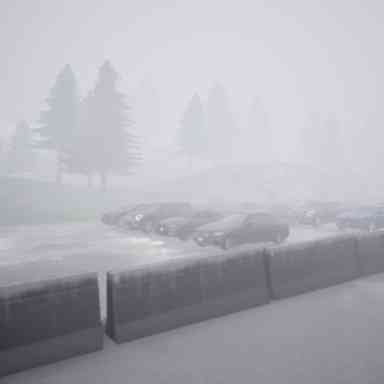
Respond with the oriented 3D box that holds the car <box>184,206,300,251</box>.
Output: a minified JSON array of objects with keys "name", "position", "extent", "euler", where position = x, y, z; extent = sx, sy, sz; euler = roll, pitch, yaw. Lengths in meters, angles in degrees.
[{"name":"car","position":[2.222,1.541,14.047],"extent":[4.674,1.442,1.812],"euler":[0,0,-35]}]

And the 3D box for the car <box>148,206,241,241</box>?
[{"name":"car","position":[0.203,1.579,16.906],"extent":[4.181,1.385,1.994],"euler":[0,0,-35]}]

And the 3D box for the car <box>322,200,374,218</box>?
[{"name":"car","position":[14.757,1.531,31.400],"extent":[5.357,1.411,2.033],"euler":[0,0,-35]}]

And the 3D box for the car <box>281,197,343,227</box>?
[{"name":"car","position":[8.592,1.376,22.798],"extent":[4.553,1.767,2.097],"euler":[0,0,-35]}]

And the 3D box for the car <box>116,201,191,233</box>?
[{"name":"car","position":[-1.791,1.367,19.783],"extent":[4.553,1.767,2.097],"euler":[0,0,-35]}]

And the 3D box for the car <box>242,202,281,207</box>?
[{"name":"car","position":[6.277,1.589,25.450],"extent":[4.181,1.385,1.994],"euler":[0,0,-35]}]

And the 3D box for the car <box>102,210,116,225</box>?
[{"name":"car","position":[-3.621,1.493,22.775],"extent":[5.008,1.535,1.882],"euler":[0,0,-35]}]

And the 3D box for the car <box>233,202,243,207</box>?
[{"name":"car","position":[4.447,1.588,28.441],"extent":[4.181,1.385,1.994],"euler":[0,0,-35]}]

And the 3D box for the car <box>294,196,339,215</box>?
[{"name":"car","position":[12.877,1.334,34.357],"extent":[4.553,1.767,2.097],"euler":[0,0,-35]}]

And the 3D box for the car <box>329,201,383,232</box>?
[{"name":"car","position":[10.735,1.501,20.026],"extent":[5.008,1.535,1.882],"euler":[0,0,-35]}]
